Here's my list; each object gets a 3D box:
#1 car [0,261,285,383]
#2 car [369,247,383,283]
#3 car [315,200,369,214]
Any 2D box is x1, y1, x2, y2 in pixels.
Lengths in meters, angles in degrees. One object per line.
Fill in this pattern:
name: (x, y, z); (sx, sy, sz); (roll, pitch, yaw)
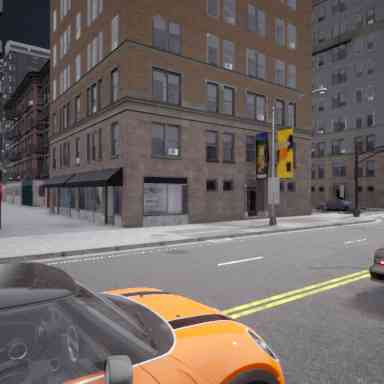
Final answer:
car: (-1.356, 1.352, 2.437); (4.553, 1.767, 2.097); (0, 0, -37)
car: (6.447, 1.548, 8.238); (5.357, 1.411, 2.033); (0, 0, -37)
car: (15.887, 1.535, 35.550); (2.033, 1.411, 5.357); (0, 0, -33)
